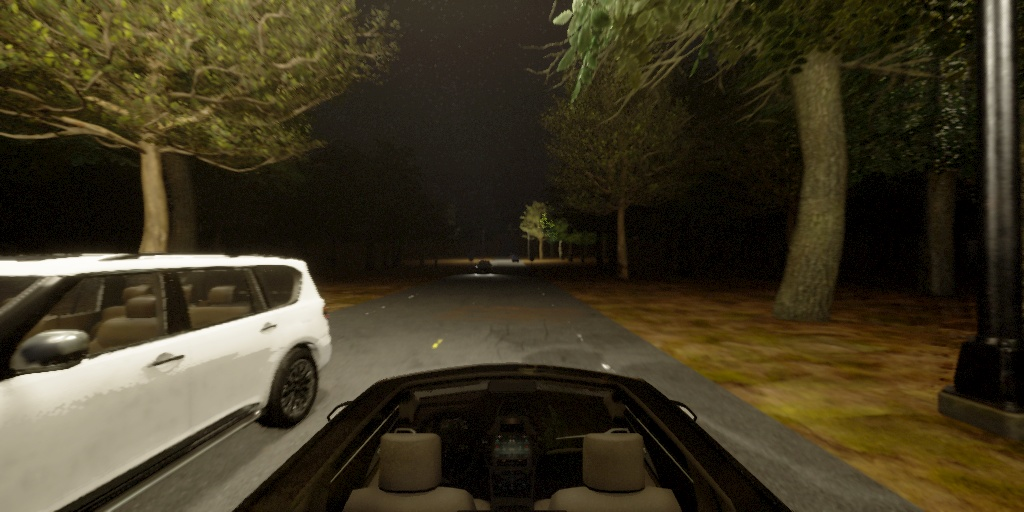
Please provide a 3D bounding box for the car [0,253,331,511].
[{"bbox_3d":[-3.599,0.981,2.765,2.150,2.045,5.566,0,-1,0],"label":"car"}]

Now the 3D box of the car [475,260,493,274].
[{"bbox_3d":[-3.564,1.357,46.226,2.097,1.767,4.553,0,0,0],"label":"car"}]
